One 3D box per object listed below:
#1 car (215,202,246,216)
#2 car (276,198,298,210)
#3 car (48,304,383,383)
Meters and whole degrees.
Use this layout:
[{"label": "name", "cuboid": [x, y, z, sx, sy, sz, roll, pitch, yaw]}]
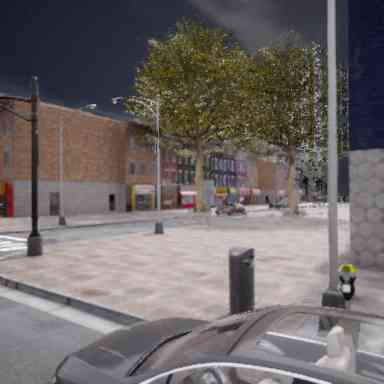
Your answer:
[{"label": "car", "cuboid": [4.259, 1.821, 35.983, 1.812, 1.442, 4.674, -1, -1, 36]}, {"label": "car", "cuboid": [14.261, 1.726, 49.750, 2.097, 1.767, 4.553, -1, -1, 36]}, {"label": "car", "cuboid": [0.724, 1.553, 2.298, 4.403, 1.369, 2.008, 0, 0, 35]}]
